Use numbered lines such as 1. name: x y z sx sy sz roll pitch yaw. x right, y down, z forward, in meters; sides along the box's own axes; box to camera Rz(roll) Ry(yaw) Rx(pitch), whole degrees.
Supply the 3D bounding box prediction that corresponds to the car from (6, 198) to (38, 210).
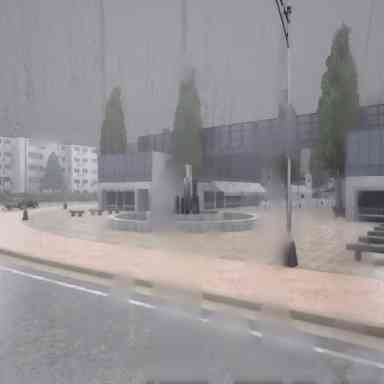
1. car: -21.859 1.491 43.015 2.128 1.511 4.902 0 0 5
